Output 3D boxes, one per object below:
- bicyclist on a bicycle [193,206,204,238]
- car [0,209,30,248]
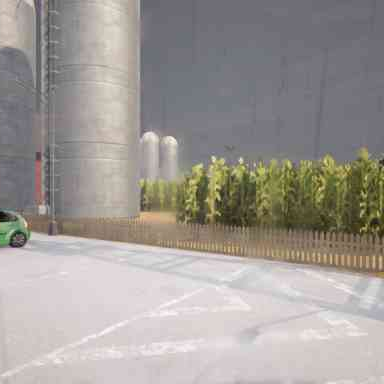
[{"bbox_3d":[0.554,1.515,15.958,1.656,1.620,0.582,5,4,43],"label":"bicyclist on a bicycle"},{"bbox_3d":[-8.503,1.483,12.789,1.851,1.617,3.988,0,0,34],"label":"car"}]
